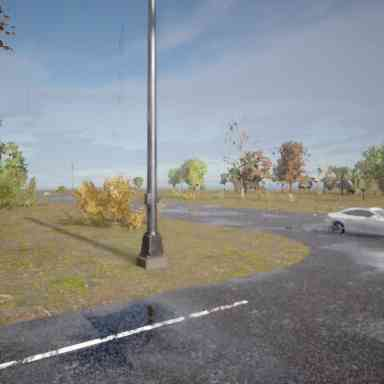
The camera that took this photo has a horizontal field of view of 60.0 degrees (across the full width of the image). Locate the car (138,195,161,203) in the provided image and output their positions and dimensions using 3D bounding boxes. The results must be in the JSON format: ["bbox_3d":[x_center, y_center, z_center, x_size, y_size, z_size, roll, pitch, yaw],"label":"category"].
[{"bbox_3d":[-6.571,0.940,50.841,2.128,1.511,4.902,-1,1,-35],"label":"car"}]

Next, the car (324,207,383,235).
[{"bbox_3d":[8.963,1.486,16.596,1.812,1.442,4.674,-1,1,-35],"label":"car"}]
